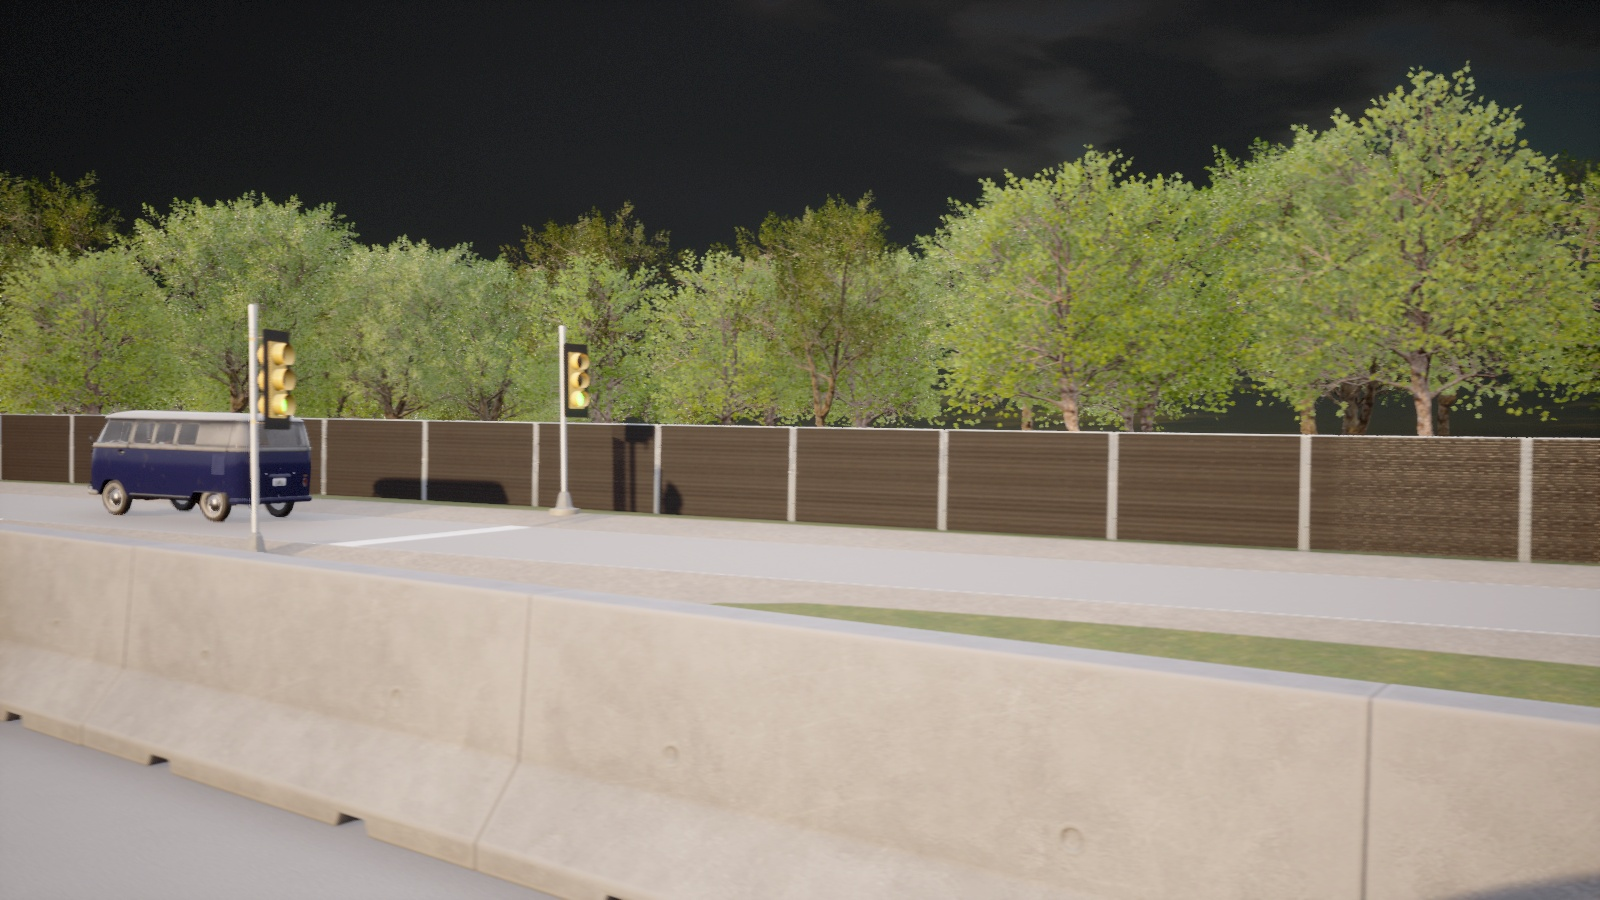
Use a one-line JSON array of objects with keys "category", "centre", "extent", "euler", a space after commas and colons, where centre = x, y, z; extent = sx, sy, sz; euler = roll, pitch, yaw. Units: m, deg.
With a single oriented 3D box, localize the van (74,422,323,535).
[{"category": "van", "centre": [-11.343, 0.466, 23.659], "extent": [4.442, 1.987, 1.775], "euler": [1, 1, 24]}]
